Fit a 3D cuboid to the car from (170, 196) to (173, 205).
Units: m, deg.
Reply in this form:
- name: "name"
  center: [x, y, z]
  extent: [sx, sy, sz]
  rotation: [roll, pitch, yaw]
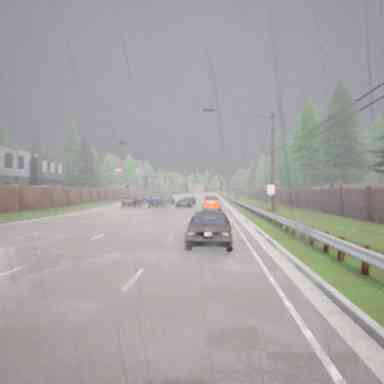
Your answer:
- name: "car"
  center: [-3.847, 1.306, 54.662]
  extent: [2.033, 1.411, 5.357]
  rotation: [1, 0, 4]

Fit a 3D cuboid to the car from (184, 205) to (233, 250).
- name: "car"
  center: [0.720, 1.501, 14.008]
  extent: [2.033, 1.411, 5.357]
  rotation: [1, 0, 4]

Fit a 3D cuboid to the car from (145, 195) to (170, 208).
- name: "car"
  center: [-4.509, 1.270, 44.065]
  extent: [1.882, 1.535, 5.008]
  rotation: [1, 0, 4]

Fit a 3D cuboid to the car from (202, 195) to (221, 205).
- name: "car"
  center: [2.242, 1.228, 38.229]
  extent: [2.097, 1.767, 4.553]
  rotation: [1, 0, 4]

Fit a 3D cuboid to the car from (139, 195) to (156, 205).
- name: "car"
  center: [-7.314, 1.250, 55.239]
  extent: [1.812, 1.442, 4.674]
  rotation: [1, 0, 4]

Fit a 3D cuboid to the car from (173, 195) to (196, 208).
- name: "car"
  center: [-0.990, 1.388, 44.263]
  extent: [1.994, 1.385, 4.181]
  rotation: [1, 0, 4]

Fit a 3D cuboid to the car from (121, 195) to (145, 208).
- name: "car"
  center: [-8.002, 1.251, 44.283]
  extent: [2.128, 1.511, 4.902]
  rotation: [1, 0, 4]
